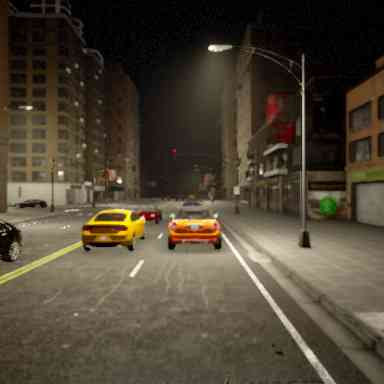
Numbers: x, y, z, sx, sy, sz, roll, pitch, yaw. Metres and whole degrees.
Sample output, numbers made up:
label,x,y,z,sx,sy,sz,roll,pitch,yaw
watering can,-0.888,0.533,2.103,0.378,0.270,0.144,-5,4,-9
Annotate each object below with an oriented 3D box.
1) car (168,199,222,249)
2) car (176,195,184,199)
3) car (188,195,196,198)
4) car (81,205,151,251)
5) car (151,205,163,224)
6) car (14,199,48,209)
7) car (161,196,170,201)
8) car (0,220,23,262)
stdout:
label,x,y,z,sx,sy,sz,roll,pitch,yaw
car,0.104,1.362,14.634,2.097,1.767,4.553,0,0,0
car,-3.223,1.594,87.626,1.837,1.490,4.892,0,0,0
car,0.028,1.449,87.596,2.097,1.767,4.553,0,0,0
car,-3.145,1.487,14.264,1.882,1.535,5.008,0,0,0
car,-3.242,1.618,24.684,1.895,1.301,4.718,0,0,0
car,-22.135,1.623,45.811,4.313,1.339,1.947,0,0,0
car,-6.475,1.610,82.226,1.812,1.442,4.674,0,0,0
car,-6.596,1.512,9.284,1.837,1.490,4.892,0,0,0
